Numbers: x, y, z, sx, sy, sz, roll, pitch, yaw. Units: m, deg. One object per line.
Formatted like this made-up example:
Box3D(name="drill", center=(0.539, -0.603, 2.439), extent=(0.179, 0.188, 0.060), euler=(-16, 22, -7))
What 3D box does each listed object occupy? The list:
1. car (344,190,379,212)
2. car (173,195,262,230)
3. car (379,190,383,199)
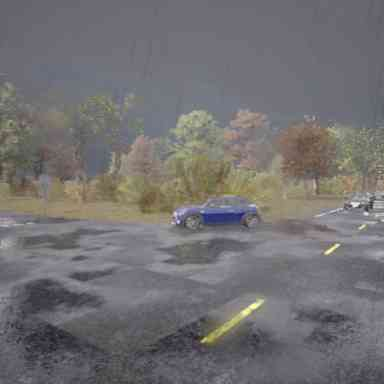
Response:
Box3D(name="car", center=(14.676, 0.820, 29.136), extent=(2.128, 1.511, 4.902), euler=(1, 1, 34))
Box3D(name="car", center=(1.269, 0.975, 17.464), extent=(4.553, 1.767, 2.097), euler=(0, 1, -9))
Box3D(name="car", center=(26.231, 0.438, 46.110), extent=(1.812, 1.442, 4.674), euler=(1, 1, 34))
